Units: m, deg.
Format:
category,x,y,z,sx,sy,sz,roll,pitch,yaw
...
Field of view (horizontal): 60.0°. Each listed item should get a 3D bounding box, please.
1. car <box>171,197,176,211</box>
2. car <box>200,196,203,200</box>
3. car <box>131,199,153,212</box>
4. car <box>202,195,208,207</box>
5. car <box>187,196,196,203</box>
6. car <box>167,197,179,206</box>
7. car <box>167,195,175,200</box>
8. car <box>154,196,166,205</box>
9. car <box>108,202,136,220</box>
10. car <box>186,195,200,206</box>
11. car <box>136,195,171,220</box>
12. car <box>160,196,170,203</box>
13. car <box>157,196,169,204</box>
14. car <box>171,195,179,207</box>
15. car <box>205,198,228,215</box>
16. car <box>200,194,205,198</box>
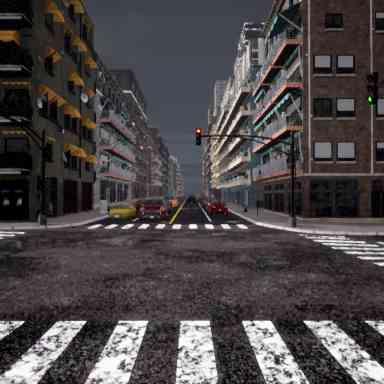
category,x,y,z,sx,sy,sz,roll,pitch,yaw
car,-3.198,1.557,37.561,2.033,1.411,5.357,0,0,0
car,2.568,1.596,50.089,1.802,1.307,4.206,1,0,0
car,-5.784,1.555,39.034,1.887,1.381,4.507,1,0,0
car,2.598,1.450,39.042,1.967,1.590,4.097,1,0,0
car,-0.080,1.530,69.843,1.837,1.490,4.892,0,0,0
car,-3.209,1.617,57.209,1.895,1.301,4.718,0,0,0
car,-5.926,1.587,94.268,2.008,1.369,4.403,1,0,0
car,-5.841,1.544,60.958,1.752,1.417,4.829,1,0,0
car,-5.754,1.532,27.818,1.752,1.417,4.829,1,0,0
car,-0.046,1.494,56.471,1.882,1.535,5.008,0,-1,0
car,-3.147,1.359,28.069,2.097,1.767,4.553,0,0,-1
car,-5.870,1.568,72.175,1.887,1.381,4.507,1,0,0
car,-5.856,1.572,66.652,2.008,1.369,4.403,1,0,0
car,-3.213,1.365,47.350,2.097,1.767,4.553,0,0,0
car,2.611,1.553,33.518,1.887,1.381,4.507,1,0,0
car,2.789,1.380,81.831,2.097,1.767,4.553,0,0,0
